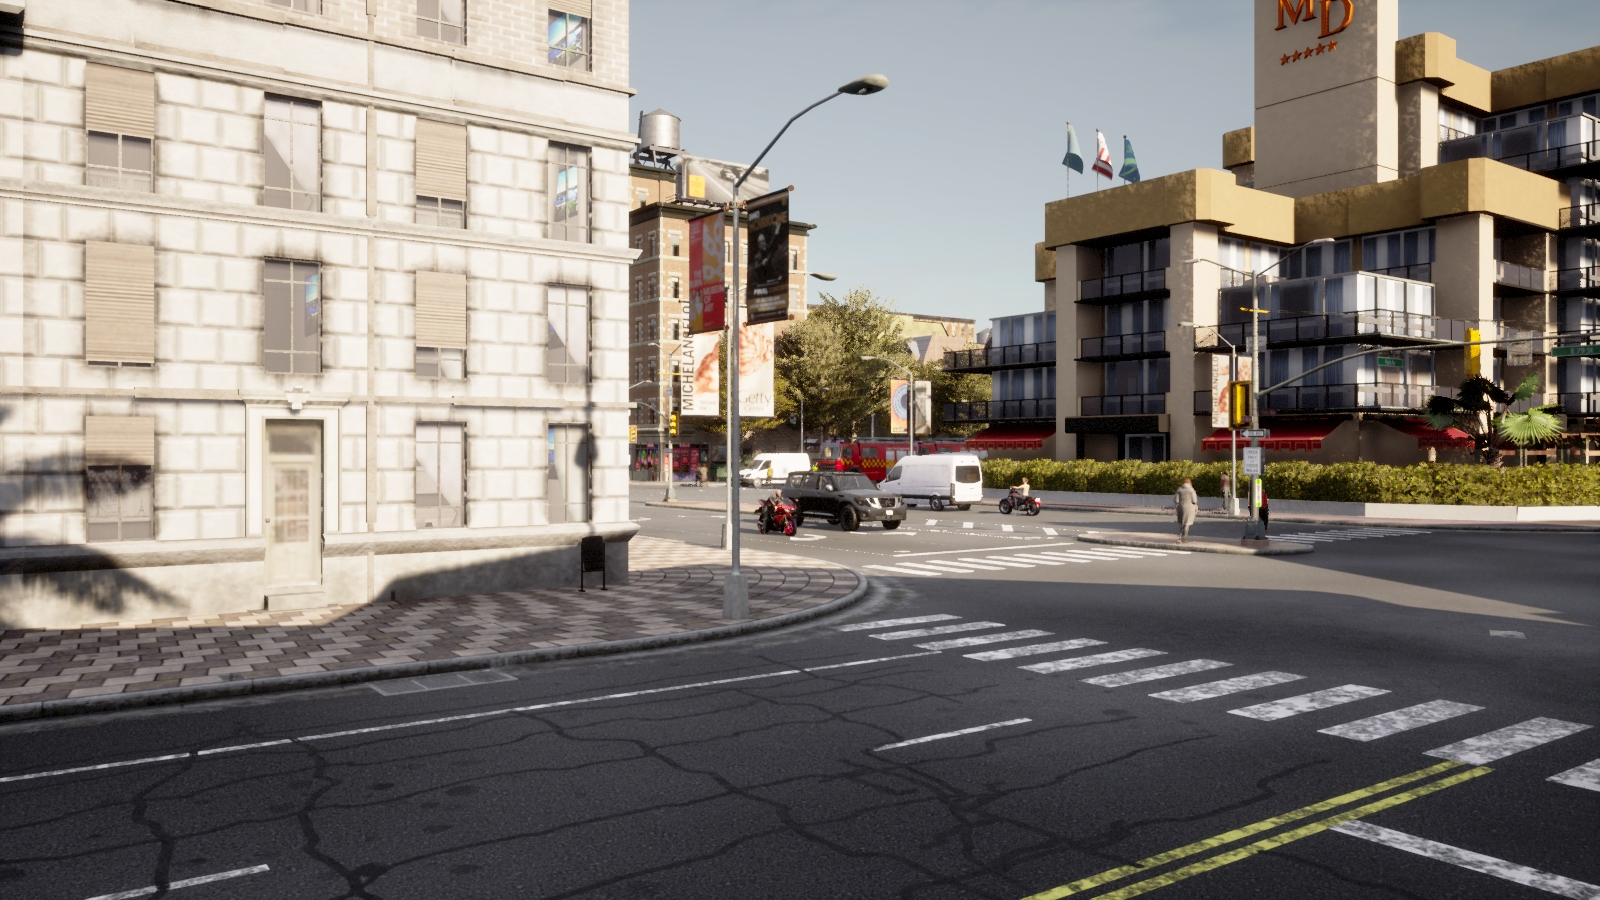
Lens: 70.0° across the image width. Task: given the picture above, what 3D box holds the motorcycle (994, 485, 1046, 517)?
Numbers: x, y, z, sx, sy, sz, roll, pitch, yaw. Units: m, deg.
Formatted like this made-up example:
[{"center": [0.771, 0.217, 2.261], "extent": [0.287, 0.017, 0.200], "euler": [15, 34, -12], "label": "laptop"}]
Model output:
[{"center": [9.406, 2.170, 48.968], "extent": [0.764, 1.277, 2.356], "euler": [0, 0, -34], "label": "motorcycle"}]

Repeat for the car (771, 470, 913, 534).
[{"center": [1.410, 1.779, 41.176], "extent": [2.150, 2.045, 5.566], "euler": [0, 0, -35], "label": "car"}]

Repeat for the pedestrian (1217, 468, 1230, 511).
[{"center": [18.247, 1.696, 49.193], "extent": [0.375, 1.860, 0.375], "euler": [0, 0, -27], "label": "pedestrian"}]

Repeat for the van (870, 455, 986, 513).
[{"center": [5.947, 1.534, 54.072], "extent": [1.988, 2.561, 5.915], "euler": [0, 0, -36], "label": "van"}]

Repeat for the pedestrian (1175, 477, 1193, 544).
[{"center": [10.878, 1.704, 32.370], "extent": [0.375, 1.860, 0.375], "euler": [0, 0, 41], "label": "pedestrian"}]

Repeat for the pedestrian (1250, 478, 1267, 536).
[{"center": [14.952, 1.848, 37.246], "extent": [0.375, 1.860, 0.375], "euler": [0, 0, -35], "label": "pedestrian"}]

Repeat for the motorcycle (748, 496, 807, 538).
[{"center": [-0.756, 2.205, 37.717], "extent": [0.867, 1.251, 2.209], "euler": [0, 0, -36], "label": "motorcycle"}]
